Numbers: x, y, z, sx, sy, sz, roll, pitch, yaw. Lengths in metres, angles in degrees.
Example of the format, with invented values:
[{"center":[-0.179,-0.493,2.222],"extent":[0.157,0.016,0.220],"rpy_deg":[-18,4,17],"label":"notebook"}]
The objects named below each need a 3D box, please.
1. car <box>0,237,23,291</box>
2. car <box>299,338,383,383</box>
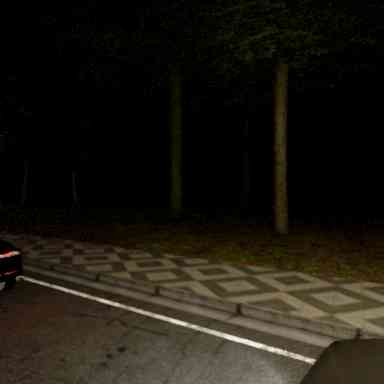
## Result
[{"center":[-5.861,1.491,7.745],"extent":[4.902,1.511,2.128],"rpy_deg":[0,0,36],"label":"car"},{"center":[3.094,1.548,1.356],"extent":[5.357,1.411,2.033],"rpy_deg":[0,0,36],"label":"car"}]
